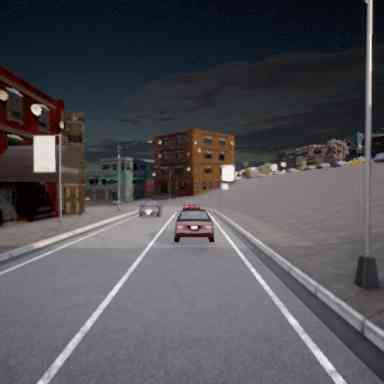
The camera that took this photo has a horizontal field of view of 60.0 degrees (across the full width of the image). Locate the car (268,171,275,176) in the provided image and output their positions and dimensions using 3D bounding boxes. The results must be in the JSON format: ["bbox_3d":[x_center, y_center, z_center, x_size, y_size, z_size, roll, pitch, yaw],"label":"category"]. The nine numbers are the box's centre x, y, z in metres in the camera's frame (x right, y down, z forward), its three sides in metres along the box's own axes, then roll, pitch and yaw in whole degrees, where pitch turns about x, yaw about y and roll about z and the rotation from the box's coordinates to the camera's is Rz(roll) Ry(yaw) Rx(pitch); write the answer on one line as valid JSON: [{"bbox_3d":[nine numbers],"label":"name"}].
[{"bbox_3d":[21.232,-4.467,82.534,2.185,1.767,4.553,0,1,-1],"label":"car"}]

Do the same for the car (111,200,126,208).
[{"bbox_3d":[-15.685,2.539,70.818,1.837,1.490,4.892,-1,-2,-36],"label":"car"}]

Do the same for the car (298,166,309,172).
[{"bbox_3d":[21.718,-4.070,60.431,2.231,1.521,4.892,0,1,-1],"label":"car"}]

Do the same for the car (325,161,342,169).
[{"bbox_3d":[22.083,-3.850,49.372,2.002,1.452,4.674,0,1,-3],"label":"car"}]

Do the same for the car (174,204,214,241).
[{"bbox_3d":[0.097,1.535,16.482,2.033,1.411,5.357,0,0,0],"label":"car"}]

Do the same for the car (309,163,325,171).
[{"bbox_3d":[21.848,-3.989,54.914,2.231,1.521,4.892,0,1,-1],"label":"car"}]

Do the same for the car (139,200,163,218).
[{"bbox_3d":[-3.670,1.510,30.239,2.128,1.511,4.902,0,0,-1],"label":"car"}]

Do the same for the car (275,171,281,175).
[{"bbox_3d":[21.357,-4.233,76.861,2.002,1.452,4.674,0,1,-1],"label":"car"}]

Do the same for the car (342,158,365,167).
[{"bbox_3d":[22.436,-3.786,43.835,2.097,1.535,5.008,0,1,-4],"label":"car"}]

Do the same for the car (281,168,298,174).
[{"bbox_3d":[21.477,-4.332,71.368,2.185,1.767,4.553,0,1,-1],"label":"car"}]

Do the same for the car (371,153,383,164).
[{"bbox_3d":[22.906,-3.807,38.329,2.185,1.767,4.553,0,1,-5],"label":"car"}]

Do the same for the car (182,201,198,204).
[{"bbox_3d":[-0.242,1.716,39.914,1.895,1.301,4.718,0,-1,-5],"label":"car"}]

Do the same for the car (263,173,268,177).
[{"bbox_3d":[21.111,-4.530,88.053,2.185,1.767,4.553,0,1,-1],"label":"car"}]
